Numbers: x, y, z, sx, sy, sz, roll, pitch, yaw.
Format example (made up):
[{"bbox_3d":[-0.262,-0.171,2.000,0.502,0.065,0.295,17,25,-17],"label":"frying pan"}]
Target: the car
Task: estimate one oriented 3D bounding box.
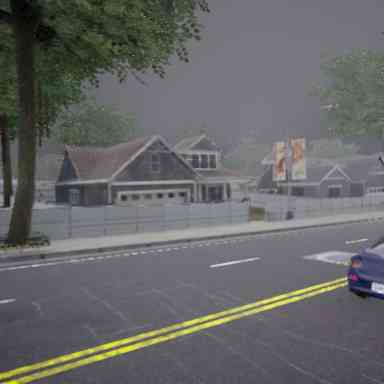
[{"bbox_3d":[5.155,1.499,7.119,4.674,1.442,1.812,0,0,-36],"label":"car"}]
